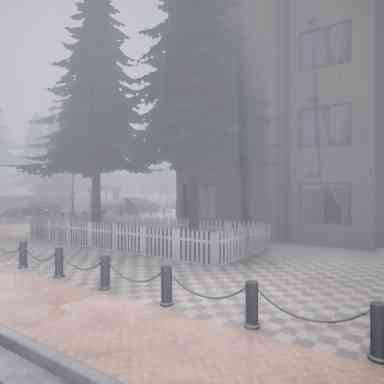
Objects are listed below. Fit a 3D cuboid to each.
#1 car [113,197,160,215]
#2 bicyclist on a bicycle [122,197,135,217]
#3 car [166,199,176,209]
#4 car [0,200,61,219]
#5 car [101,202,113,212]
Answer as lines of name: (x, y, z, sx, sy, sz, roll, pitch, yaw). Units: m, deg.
car: (-5.381, 1.338, 33.983, 2.097, 1.767, 4.553, 0, 0, 37)
bicyclist on a bicycle: (-5.309, 1.285, 27.828, 1.656, 1.620, 0.582, 0, 0, 37)
car: (-1.574, 1.510, 45.053, 1.812, 1.442, 4.674, 0, 0, 37)
car: (-13.914, 1.476, 28.872, 2.128, 1.511, 4.902, 0, 0, 37)
car: (-7.788, 1.462, 36.924, 1.882, 1.535, 5.008, 0, 0, 37)
